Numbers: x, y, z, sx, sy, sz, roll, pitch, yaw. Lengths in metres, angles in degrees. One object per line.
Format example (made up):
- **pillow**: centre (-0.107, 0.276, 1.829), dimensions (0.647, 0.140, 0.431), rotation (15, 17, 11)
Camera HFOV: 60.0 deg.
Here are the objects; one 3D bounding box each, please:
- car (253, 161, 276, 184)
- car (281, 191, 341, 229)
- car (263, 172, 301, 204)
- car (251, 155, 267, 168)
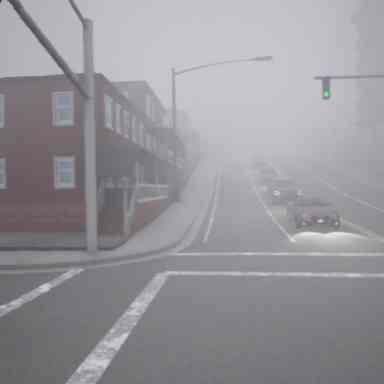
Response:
- **car**: centre (7.888, -1.819, 34.570), dimensions (2.033, 1.411, 5.357), rotation (-1, 13, 6)
- **car**: centre (6.069, 0.960, 17.080), dimensions (1.994, 1.385, 4.181), rotation (-1, 5, 7)
- **car**: centre (6.919, -0.227, 25.218), dimensions (2.097, 1.767, 4.553), rotation (-1, 9, 6)
- **car**: centre (8.955, -4.202, 44.656), dimensions (1.882, 1.535, 5.008), rotation (-1, 13, 6)
